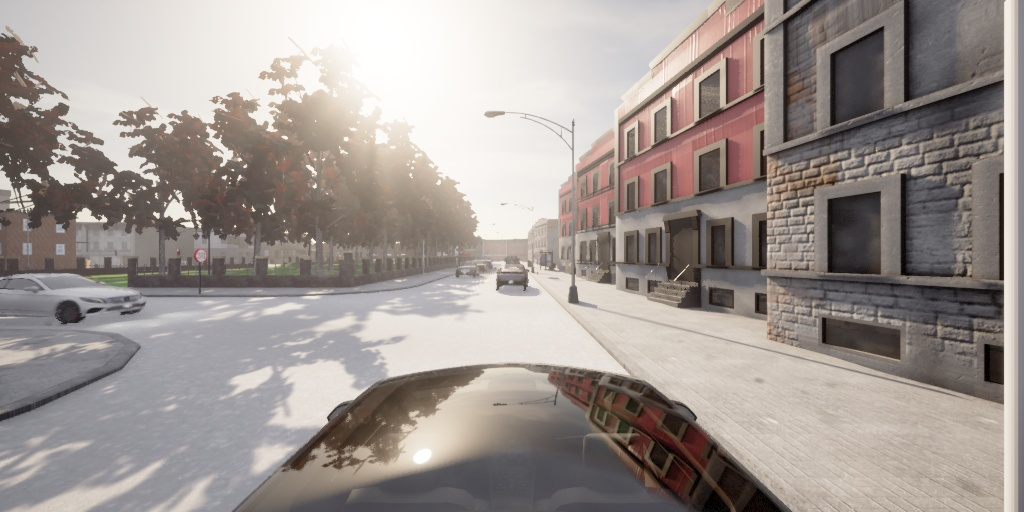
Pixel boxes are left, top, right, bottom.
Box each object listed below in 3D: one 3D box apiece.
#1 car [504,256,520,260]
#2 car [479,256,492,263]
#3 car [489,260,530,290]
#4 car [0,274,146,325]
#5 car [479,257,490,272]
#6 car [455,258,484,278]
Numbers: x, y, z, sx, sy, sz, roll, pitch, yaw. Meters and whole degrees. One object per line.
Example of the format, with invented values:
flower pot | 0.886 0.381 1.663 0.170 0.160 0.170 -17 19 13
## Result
car | -0.030 0.971 52.044 2.150 2.045 5.566 0 0 0
car | -4.205 0.971 55.051 2.150 2.045 5.566 0 0 0
car | 0.050 1.241 22.358 2.128 1.511 4.902 0 0 3
car | -14.424 1.276 11.245 4.674 1.442 1.812 0 0 -1
car | -4.205 1.227 44.317 1.882 1.535 5.008 0 0 0
car | -4.184 1.241 34.169 2.128 1.511 4.902 0 0 0
